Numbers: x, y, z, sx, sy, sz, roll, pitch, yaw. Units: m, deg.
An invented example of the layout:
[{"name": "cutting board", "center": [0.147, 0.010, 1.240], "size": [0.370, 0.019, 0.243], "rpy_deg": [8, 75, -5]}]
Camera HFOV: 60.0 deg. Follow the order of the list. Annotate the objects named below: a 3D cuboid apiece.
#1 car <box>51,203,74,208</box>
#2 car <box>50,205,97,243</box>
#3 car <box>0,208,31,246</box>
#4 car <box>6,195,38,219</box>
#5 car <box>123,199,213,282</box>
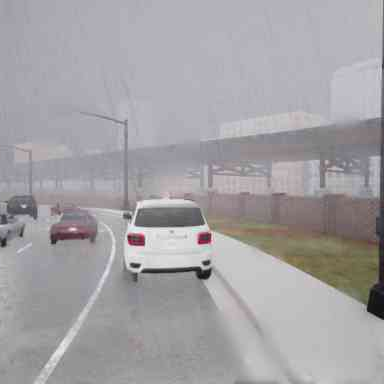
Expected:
[{"name": "car", "center": [-11.996, 1.652, 31.125], "size": [1.895, 1.301, 4.718], "rpy_deg": [-1, 0, -31]}, {"name": "car", "center": [-5.686, 1.580, 16.284], "size": [1.994, 1.385, 4.181], "rpy_deg": [0, 0, -16]}, {"name": "car", "center": [-8.999, 1.633, 15.164], "size": [1.895, 1.301, 4.718], "rpy_deg": [0, 0, -15]}, {"name": "car", "center": [-14.977, 1.300, 29.285], "size": [2.150, 2.045, 5.566], "rpy_deg": [-1, 0, -30]}, {"name": "car", "center": [-0.868, 1.218, 10.004], "size": [2.150, 2.045, 5.566], "rpy_deg": [0, 0, -9]}]
